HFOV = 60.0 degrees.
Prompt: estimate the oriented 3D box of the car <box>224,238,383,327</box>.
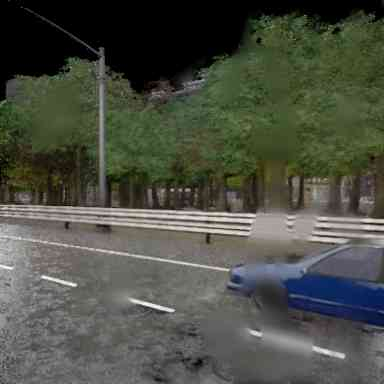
[{"bbox_3d":[3.271,1.547,5.836,5.357,1.411,2.033,0,0,36],"label":"car"}]
